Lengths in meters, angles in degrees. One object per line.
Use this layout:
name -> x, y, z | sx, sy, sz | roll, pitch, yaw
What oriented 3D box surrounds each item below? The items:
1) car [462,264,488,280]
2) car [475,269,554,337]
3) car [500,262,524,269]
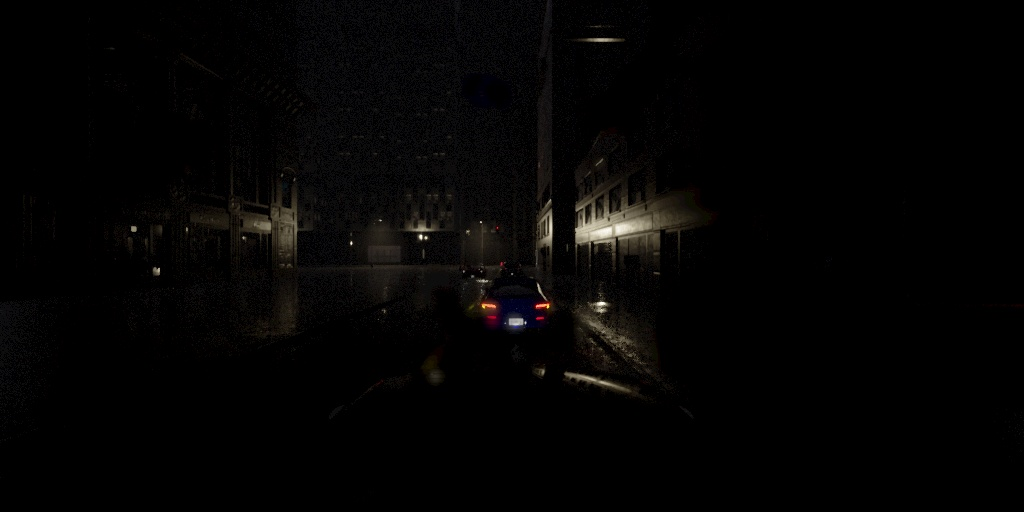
car -> -3.168, 1.346, 31.087 | 1.895, 1.301, 4.718 | 0, 0, 0
car -> 0.082, 1.274, 10.147 | 1.812, 1.442, 4.674 | 0, 0, 0
car -> 0.026, 1.236, 31.165 | 2.128, 1.511, 4.902 | 0, 0, 0
